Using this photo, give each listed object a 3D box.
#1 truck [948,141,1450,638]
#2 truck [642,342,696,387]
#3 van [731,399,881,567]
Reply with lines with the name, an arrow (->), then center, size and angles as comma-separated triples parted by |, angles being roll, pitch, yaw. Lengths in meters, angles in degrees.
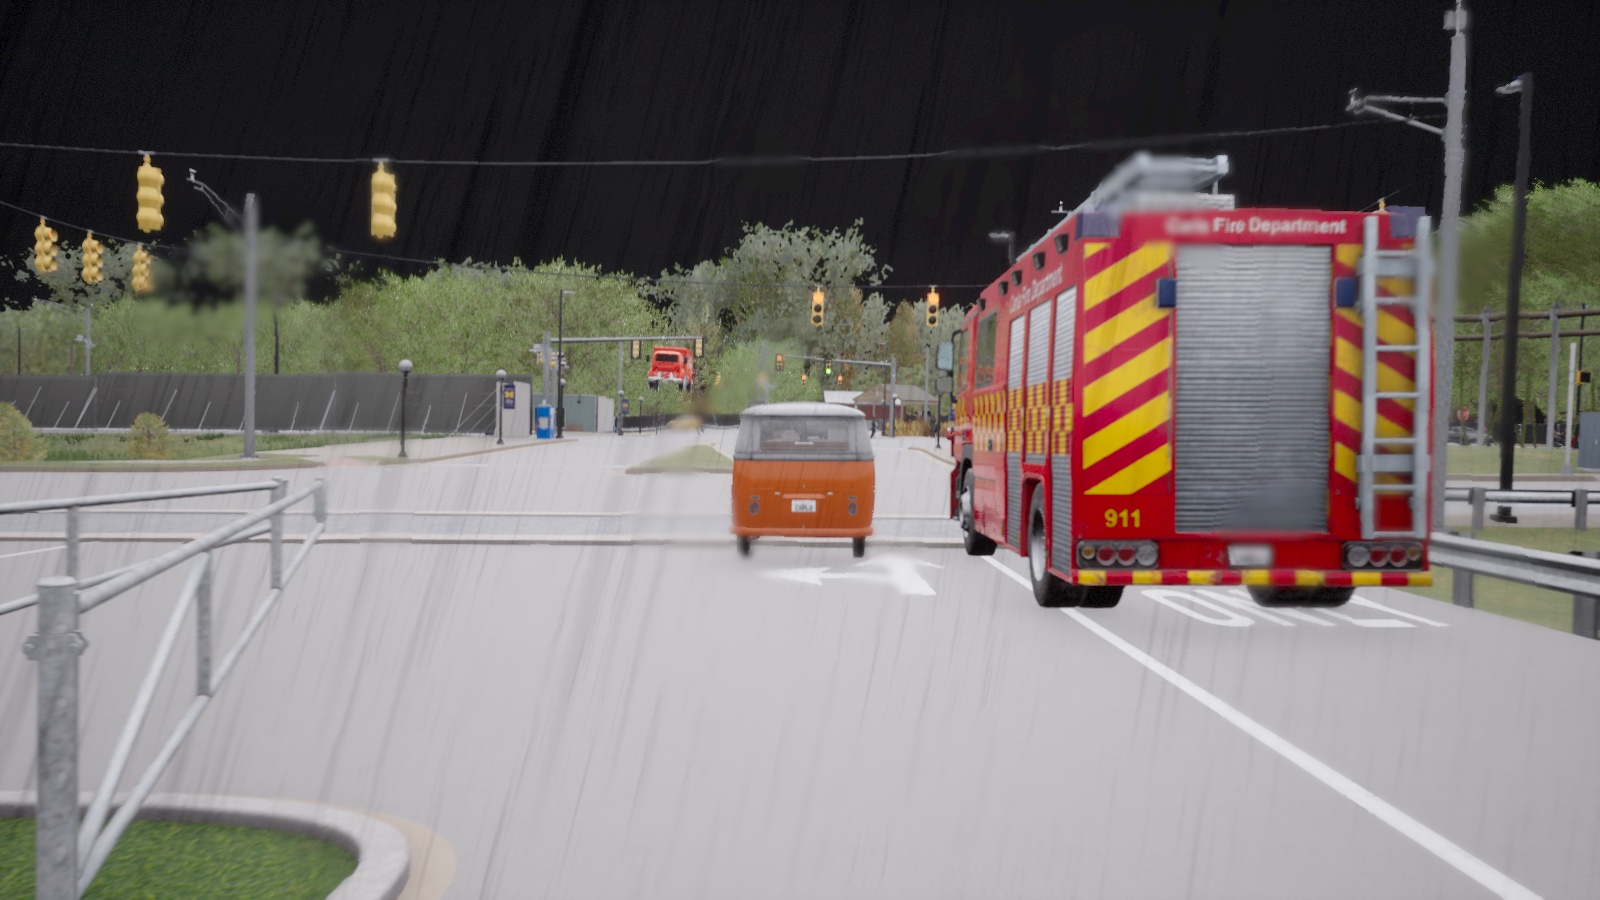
truck -> 3.586, -0.511, 13.958 | 2.891, 3.827, 8.468 | 0, 1, 0
truck -> -8.072, -5.257, 78.019 | 2.627, 2.467, 5.204 | 4, 2, 1
van -> 0.072, 0.308, 17.189 | 1.775, 1.987, 4.442 | 0, 2, 0
